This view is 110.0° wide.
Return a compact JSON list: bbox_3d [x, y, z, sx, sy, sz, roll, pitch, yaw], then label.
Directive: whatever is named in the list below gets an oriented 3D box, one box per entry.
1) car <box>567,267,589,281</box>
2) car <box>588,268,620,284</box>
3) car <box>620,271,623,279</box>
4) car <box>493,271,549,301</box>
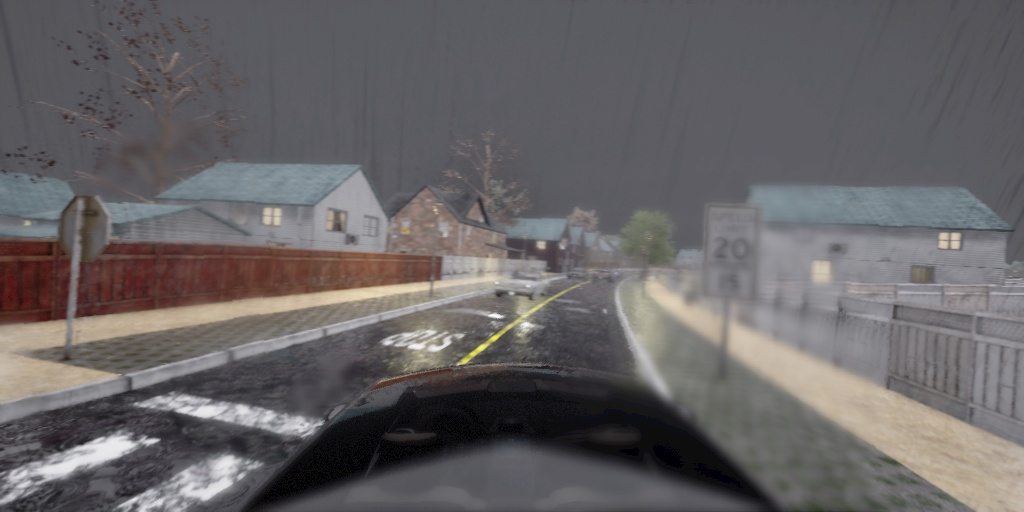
[{"bbox_3d":[7.364,1.940,39.392,1.994,1.385,4.181,4,0,21],"label":"car"},{"bbox_3d":[9.757,2.052,37.662,2.128,1.511,4.902,4,0,21],"label":"car"},{"bbox_3d":[13.689,2.358,47.850,2.033,1.411,5.357,4,0,24],"label":"car"},{"bbox_3d":[0.587,1.427,18.308,1.895,1.301,4.718,4,0,15],"label":"car"}]
